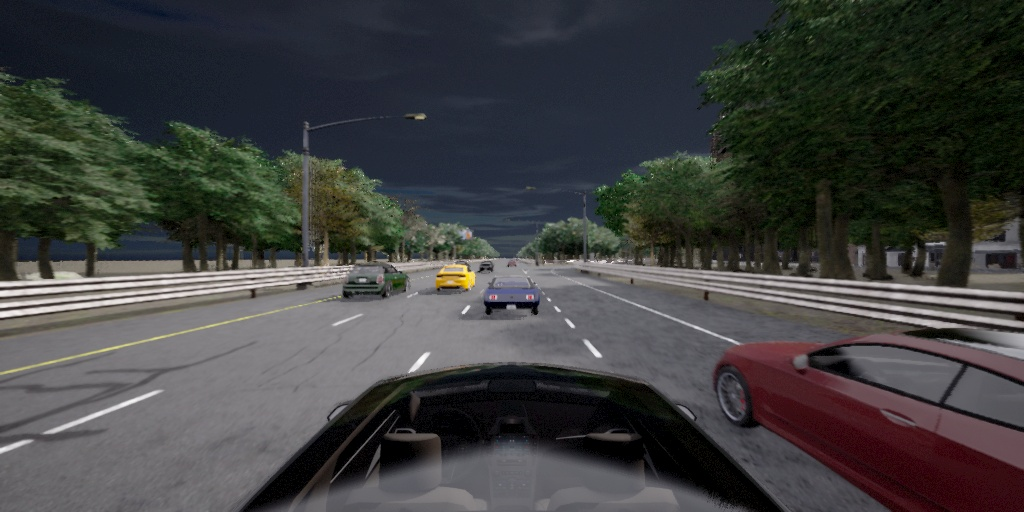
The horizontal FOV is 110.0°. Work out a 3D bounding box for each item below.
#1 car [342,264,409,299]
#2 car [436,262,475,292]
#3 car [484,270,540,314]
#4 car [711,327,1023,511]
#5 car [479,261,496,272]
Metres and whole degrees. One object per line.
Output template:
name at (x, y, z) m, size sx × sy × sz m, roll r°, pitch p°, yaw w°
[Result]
car at (-6.900, 1.175, 18.681) m, size 2.097 × 1.767 × 4.553 m, roll 0°, pitch 0°, yaw 0°
car at (-3.402, 1.316, 22.202) m, size 1.882 × 1.535 × 5.008 m, roll 0°, pitch 0°, yaw 0°
car at (-0.008, 1.404, 14.040) m, size 1.895 × 1.301 × 4.718 m, roll 0°, pitch 0°, yaw 0°
car at (3.501, 1.281, 2.725) m, size 1.812 × 1.442 × 4.674 m, roll 0°, pitch 0°, yaw 0°
car at (-3.400, 1.459, 49.038) m, size 1.837 × 1.490 × 4.892 m, roll 0°, pitch 0°, yaw 0°
